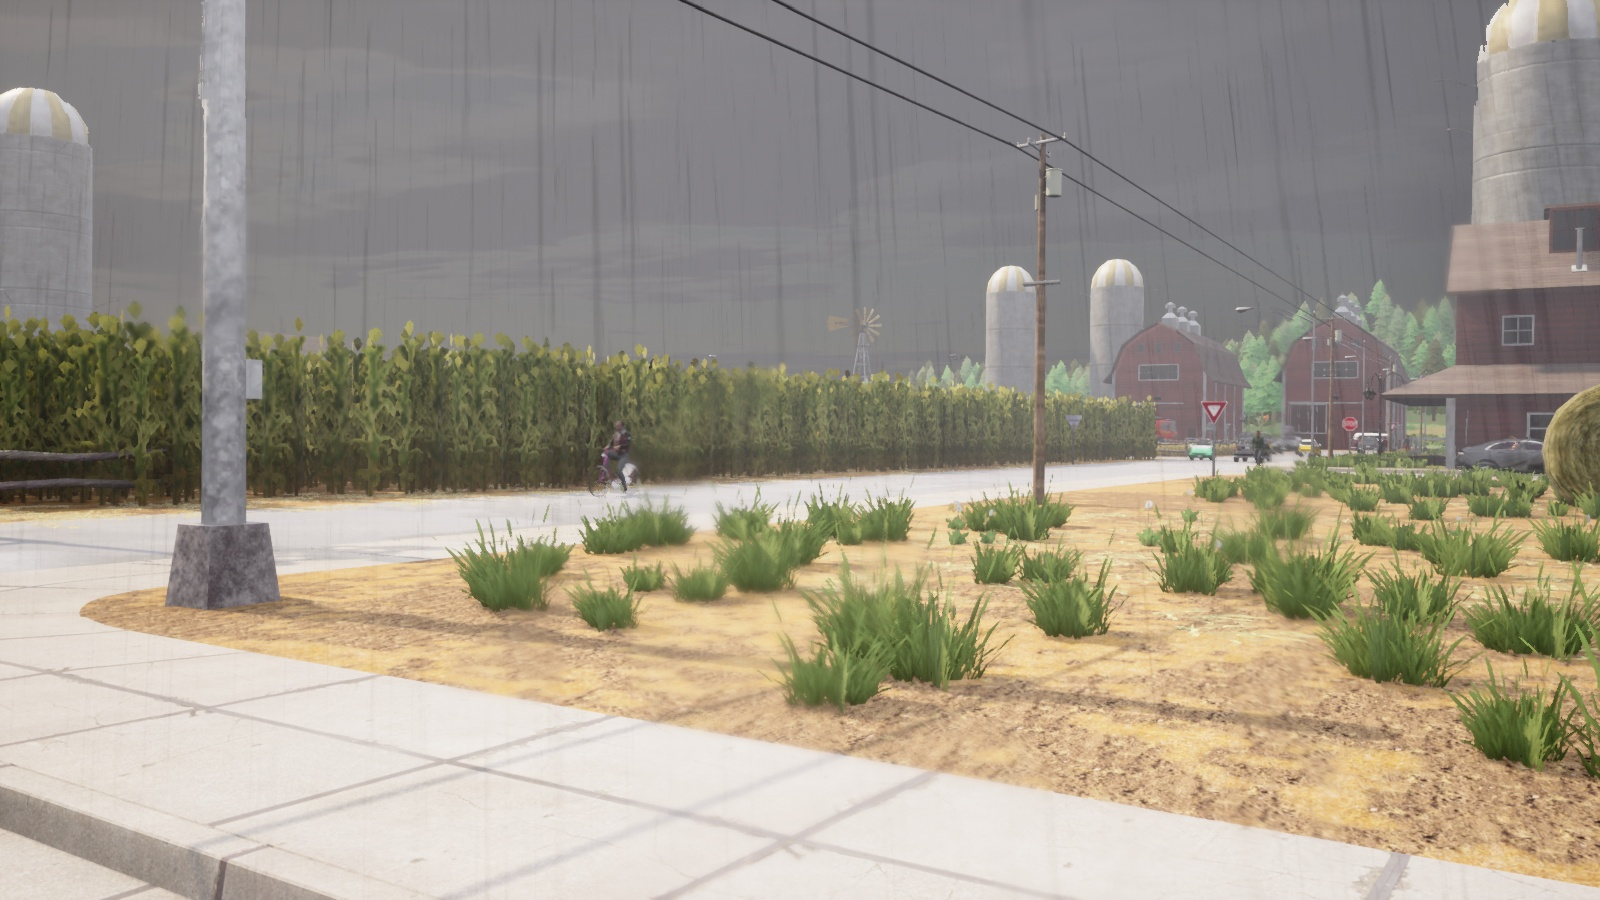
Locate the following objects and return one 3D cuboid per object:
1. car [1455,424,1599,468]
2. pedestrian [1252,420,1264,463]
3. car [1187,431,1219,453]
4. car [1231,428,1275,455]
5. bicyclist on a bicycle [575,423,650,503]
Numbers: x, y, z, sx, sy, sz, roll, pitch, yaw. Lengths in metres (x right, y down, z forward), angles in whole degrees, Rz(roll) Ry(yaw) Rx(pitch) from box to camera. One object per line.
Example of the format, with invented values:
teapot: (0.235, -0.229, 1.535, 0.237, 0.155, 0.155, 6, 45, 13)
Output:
car: (26.436, -0.162, 45.291, 4.902, 1.511, 2.128, 0, 1, 30)
pedestrian: (19.485, -0.364, 53.424, 0.353, 1.847, 0.614, 0, 1, 34)
car: (25.379, -0.487, 79.016, 1.481, 1.376, 2.207, 0, 1, 31)
car: (27.061, -0.524, 74.976, 1.789, 1.549, 3.705, 0, 1, 30)
bicyclist on a bicycle: (-4.274, 0.283, 28.721, 0.659, 1.776, 1.843, 0, 1, 31)
